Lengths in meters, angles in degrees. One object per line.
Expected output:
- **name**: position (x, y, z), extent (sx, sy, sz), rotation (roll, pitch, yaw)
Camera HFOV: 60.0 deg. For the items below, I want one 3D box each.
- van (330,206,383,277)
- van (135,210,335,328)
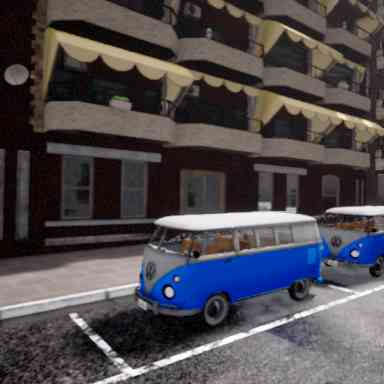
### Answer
- **van**: position (5.407, 1.330, 9.926), extent (3.998, 1.788, 1.690), rotation (0, 1, -35)
- **van**: position (0.904, 1.335, 6.713), extent (3.998, 1.788, 1.690), rotation (0, 2, -35)
